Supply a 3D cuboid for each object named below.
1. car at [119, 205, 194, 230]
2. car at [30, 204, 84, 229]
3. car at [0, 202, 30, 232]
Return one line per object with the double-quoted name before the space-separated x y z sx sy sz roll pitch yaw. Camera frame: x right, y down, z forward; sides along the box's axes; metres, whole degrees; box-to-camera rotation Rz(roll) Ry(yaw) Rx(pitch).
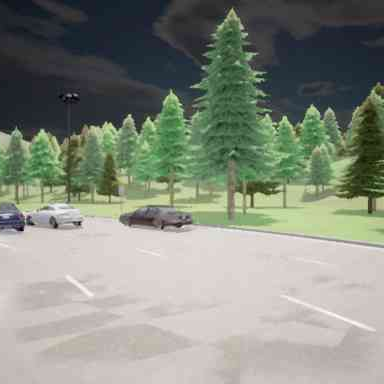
"car" -2.347 1.532 20.872 5.357 1.411 2.033 0 0 42
"car" -8.918 1.506 21.651 4.674 1.442 1.812 -1 -1 38
"car" -11.410 1.335 18.908 4.553 1.767 2.097 1 0 41
